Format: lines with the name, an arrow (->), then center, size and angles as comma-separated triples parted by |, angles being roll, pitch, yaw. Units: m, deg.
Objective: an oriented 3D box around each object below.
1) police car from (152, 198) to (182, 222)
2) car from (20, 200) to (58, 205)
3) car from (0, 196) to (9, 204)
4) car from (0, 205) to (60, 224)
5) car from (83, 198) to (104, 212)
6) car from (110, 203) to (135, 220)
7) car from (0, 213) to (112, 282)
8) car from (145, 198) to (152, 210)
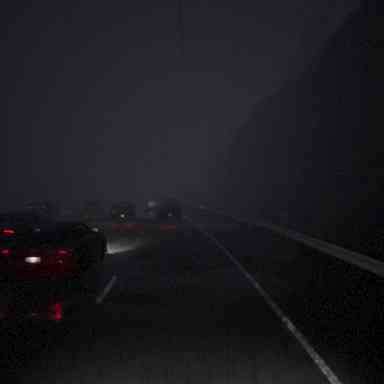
police car -> -1.887, 1.375, 25.733 | 1.930, 1.638, 5.238 | 0, 0, -8
car -> -13.042, 1.448, 29.256 | 2.128, 1.511, 4.902 | 0, 0, -9
car -> -35.027, 1.420, 60.728 | 1.837, 1.490, 4.892 | 0, 0, -15
car -> -7.653, 1.526, 14.874 | 2.033, 1.411, 5.357 | 0, 0, -5
car -> -10.963, 1.430, 37.076 | 2.128, 1.511, 4.902 | 0, 0, -12
car -> -5.713, 1.552, 27.867 | 1.895, 1.301, 4.718 | 0, 0, -9
car -> -3.819, 1.549, 9.769 | 1.994, 1.385, 4.181 | 0, 0, -3
car -> -4.760, 1.448, 41.526 | 1.812, 1.442, 4.674 | 0, 0, -12
